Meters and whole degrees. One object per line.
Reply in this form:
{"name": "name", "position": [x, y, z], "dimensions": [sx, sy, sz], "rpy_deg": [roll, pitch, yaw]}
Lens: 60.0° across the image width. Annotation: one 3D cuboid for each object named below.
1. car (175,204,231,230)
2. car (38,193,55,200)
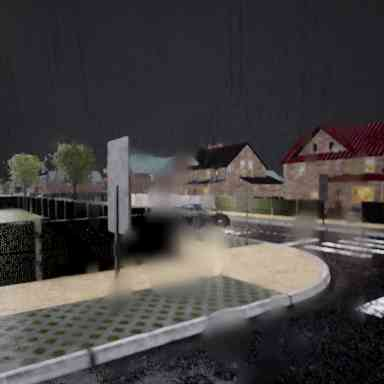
{"name": "car", "position": [0.372, 1.395, 19.835], "dimensions": [1.994, 1.385, 4.181], "rpy_deg": [0, 1, -36]}
{"name": "car", "position": [-22.749, 1.004, 51.931], "dimensions": [1.837, 1.490, 4.892], "rpy_deg": [0, 0, -36]}
